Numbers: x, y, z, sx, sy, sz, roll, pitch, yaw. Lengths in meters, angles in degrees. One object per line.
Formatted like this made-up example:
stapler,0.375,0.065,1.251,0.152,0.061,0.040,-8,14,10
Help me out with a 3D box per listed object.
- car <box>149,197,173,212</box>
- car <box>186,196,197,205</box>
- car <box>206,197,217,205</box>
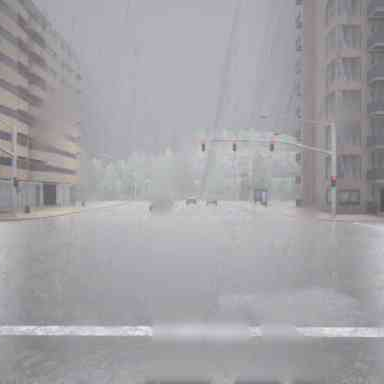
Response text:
car,-3.655,1.352,38.356,2.097,1.767,4.553,0,0,0
car,-0.088,1.525,60.090,1.812,1.442,4.674,0,0,0
car,3.546,1.547,59.453,2.033,1.411,5.357,0,0,2
